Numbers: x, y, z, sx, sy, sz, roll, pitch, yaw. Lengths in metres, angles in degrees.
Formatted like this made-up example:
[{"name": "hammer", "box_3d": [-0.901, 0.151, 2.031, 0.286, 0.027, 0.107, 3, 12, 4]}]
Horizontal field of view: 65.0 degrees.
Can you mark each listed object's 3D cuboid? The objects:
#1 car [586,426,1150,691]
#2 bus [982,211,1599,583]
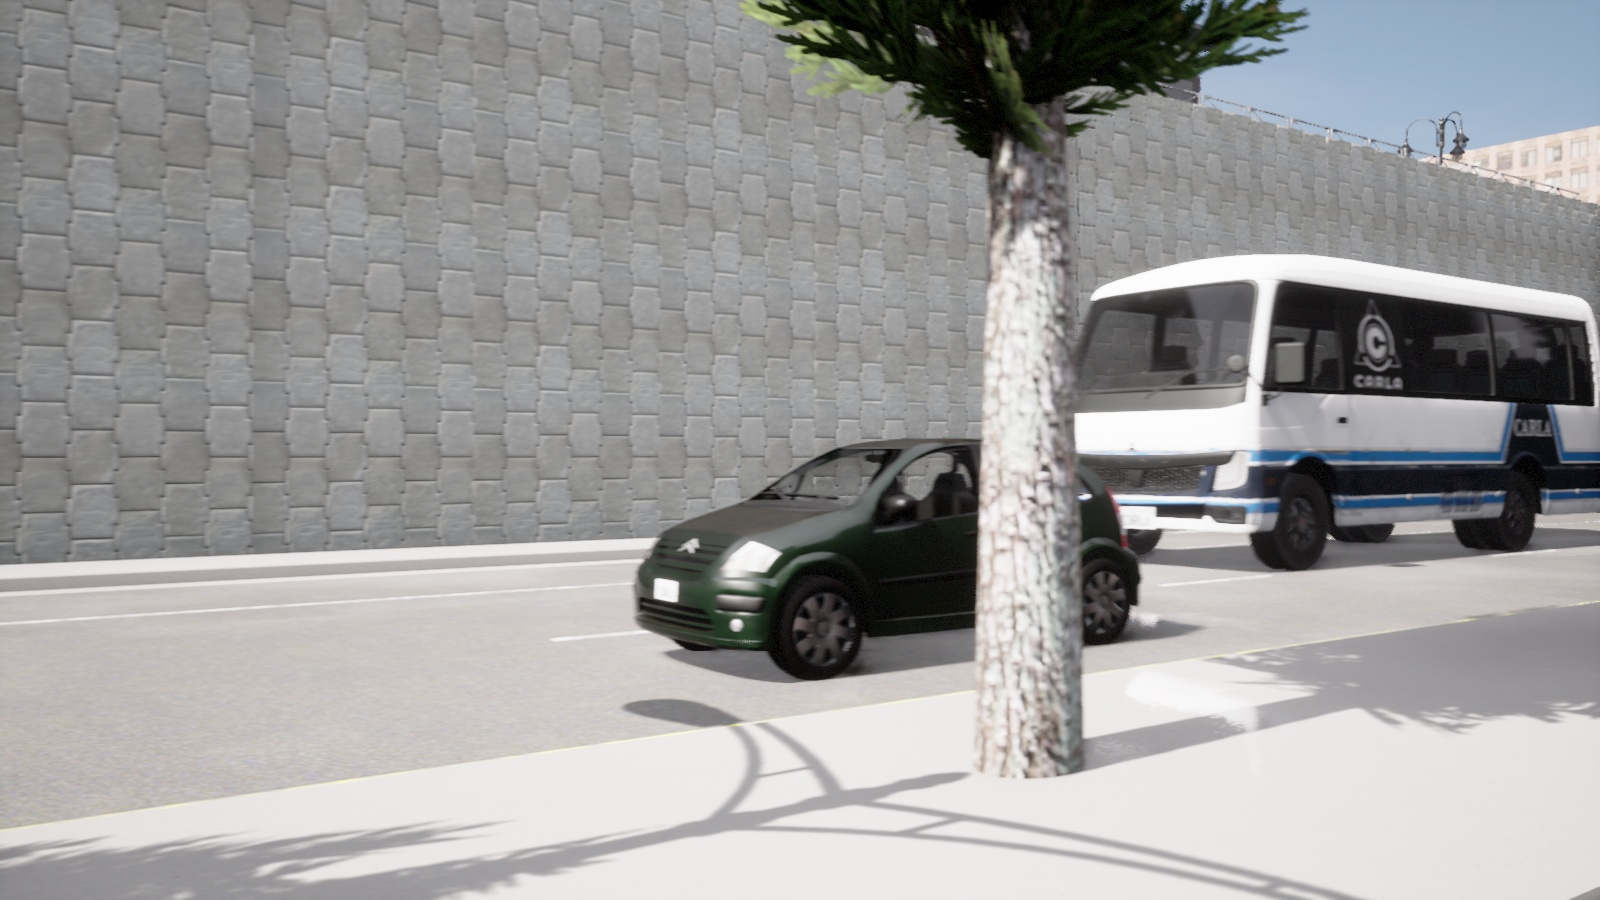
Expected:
[{"name": "car", "box_3d": [0.602, 0.665, 9.561, 3.988, 1.617, 1.851, 0, 0, -35]}, {"name": "bus", "box_3d": [7.904, -0.602, 18.913, 10.273, 4.253, 3.944, 0, 0, -35]}]
